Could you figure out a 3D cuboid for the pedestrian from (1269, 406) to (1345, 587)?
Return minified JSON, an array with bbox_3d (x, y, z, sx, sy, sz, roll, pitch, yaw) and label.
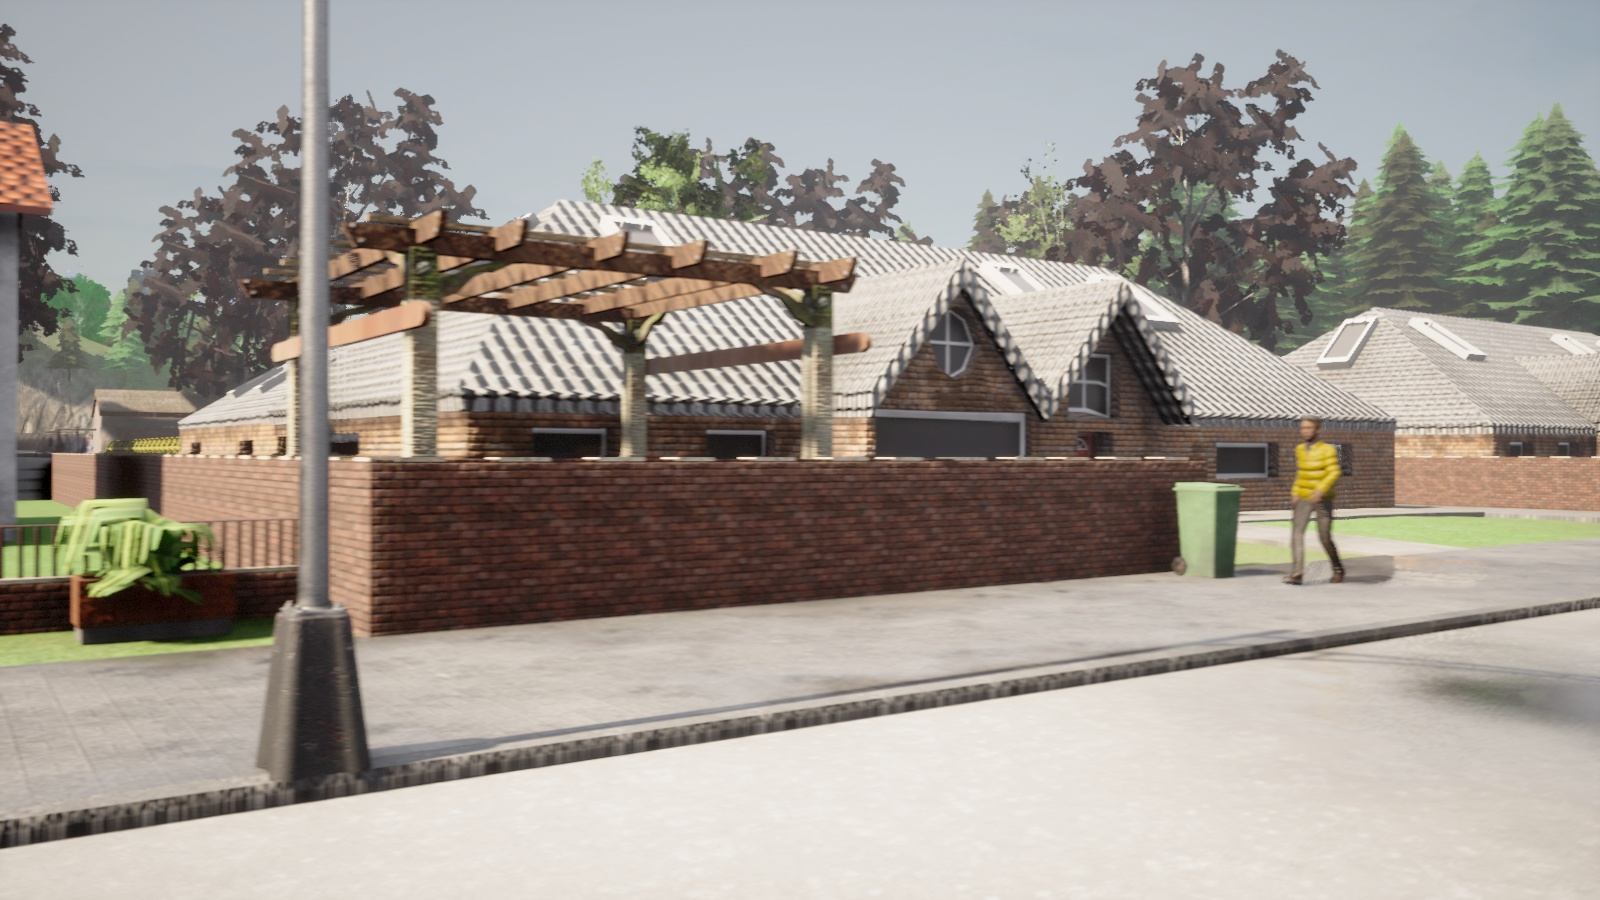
[{"bbox_3d":[5.331,0.476,13.202,0.709,1.840,0.431,0,0,-36],"label":"pedestrian"}]
